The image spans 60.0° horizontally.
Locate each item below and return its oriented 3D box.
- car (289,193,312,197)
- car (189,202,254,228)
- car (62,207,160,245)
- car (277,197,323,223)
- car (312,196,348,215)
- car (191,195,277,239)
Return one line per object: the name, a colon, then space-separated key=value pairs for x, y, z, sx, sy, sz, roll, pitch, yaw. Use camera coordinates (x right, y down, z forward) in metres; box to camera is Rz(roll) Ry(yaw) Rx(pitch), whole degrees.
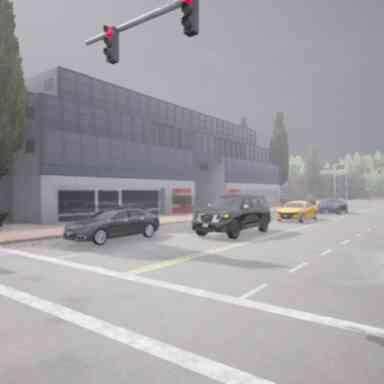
car: x=11.518 y=1.165 z=35.878 sx=2.150 sy=2.045 sz=5.566 roll=0 pitch=0 yaw=37
car: x=2.232 y=1.518 z=23.459 sx=2.033 sy=1.411 sz=5.357 roll=0 pitch=0 yaw=37
car: x=-3.627 y=1.494 z=15.653 sx=1.837 sy=1.490 sz=4.892 roll=0 pitch=0 yaw=38
car: x=8.100 y=1.436 z=25.466 sx=1.882 sy=1.535 sz=5.008 roll=0 pitch=0 yaw=37
car: x=14.174 y=1.292 z=33.582 sx=2.097 sy=1.767 sz=4.553 roll=0 pitch=0 yaw=37
car: x=2.259 y=1.198 z=17.649 sx=2.150 sy=2.045 sz=5.566 roll=0 pitch=0 yaw=37
